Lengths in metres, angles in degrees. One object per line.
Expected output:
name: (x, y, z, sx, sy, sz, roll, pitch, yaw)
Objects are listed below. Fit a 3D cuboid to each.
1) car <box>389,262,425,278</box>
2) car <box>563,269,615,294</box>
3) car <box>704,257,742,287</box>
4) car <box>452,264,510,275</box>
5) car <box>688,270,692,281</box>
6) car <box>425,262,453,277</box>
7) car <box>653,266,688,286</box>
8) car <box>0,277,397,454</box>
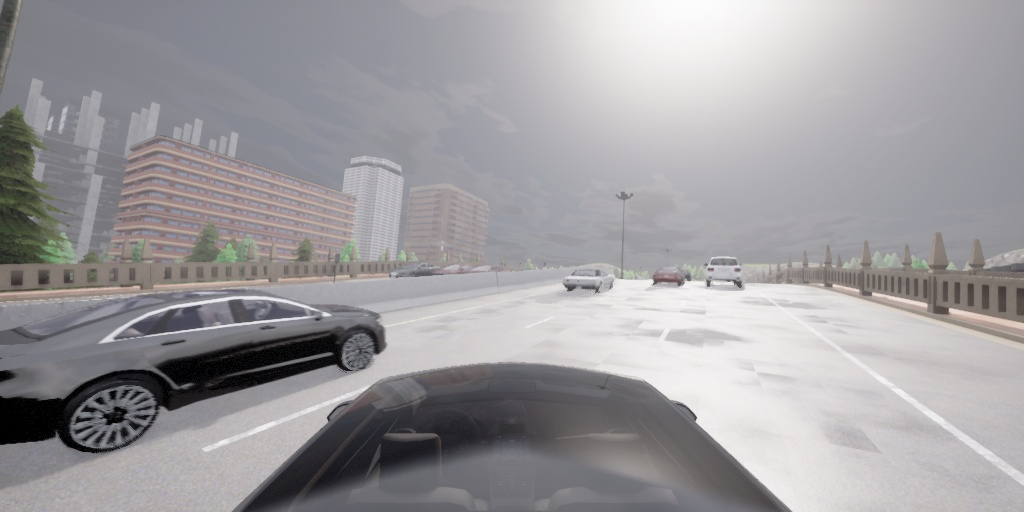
car: (-7.539, 1.264, 28.488, 2.128, 1.511, 4.902, 0, 0, 29)
car: (4.695, 1.408, 21.271, 1.895, 1.301, 4.718, 0, 0, 29)
car: (15.582, 1.137, 26.497, 2.150, 2.045, 5.566, 0, -1, 29)
car: (-1.746, 1.314, 24.499, 1.812, 1.442, 4.674, 0, 0, 29)
car: (17.782, 2.014, 37.717, 1.895, 1.301, 4.718, 0, -4, 29)
car: (-4.173, 1.309, 27.343, 1.812, 1.442, 4.674, 0, 0, 29)
car: (11.901, 1.440, 27.073, 1.994, 1.385, 4.181, 0, -1, 29)
car: (-4.135, 1.233, 5.292, 2.128, 1.511, 4.902, 0, 0, 29)
